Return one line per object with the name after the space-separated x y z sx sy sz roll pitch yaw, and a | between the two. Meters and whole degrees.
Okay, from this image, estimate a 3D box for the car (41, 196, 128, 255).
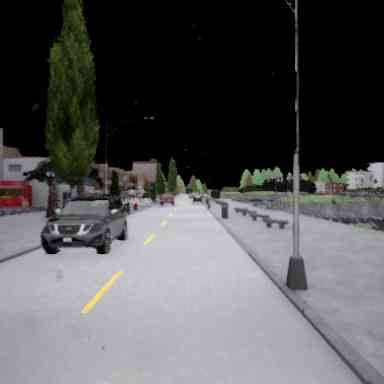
-4.105 1.223 13.725 2.150 2.045 5.566 0 0 0 | car

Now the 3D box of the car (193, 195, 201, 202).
1.174 1.533 80.081 1.812 1.442 4.674 0 0 0 | car

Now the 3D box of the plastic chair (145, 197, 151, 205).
-7.464 1.511 56.106 0.730 1.271 0.750 0 0 -40 | plastic chair

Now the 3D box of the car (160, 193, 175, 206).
-4.075 1.226 55.172 2.150 2.045 5.566 0 0 0 | car

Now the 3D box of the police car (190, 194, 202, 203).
1.160 1.431 70.194 1.930 1.638 5.238 0 0 0 | police car

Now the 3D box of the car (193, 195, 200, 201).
1.172 1.512 86.081 1.837 1.490 4.892 0 0 0 | car
